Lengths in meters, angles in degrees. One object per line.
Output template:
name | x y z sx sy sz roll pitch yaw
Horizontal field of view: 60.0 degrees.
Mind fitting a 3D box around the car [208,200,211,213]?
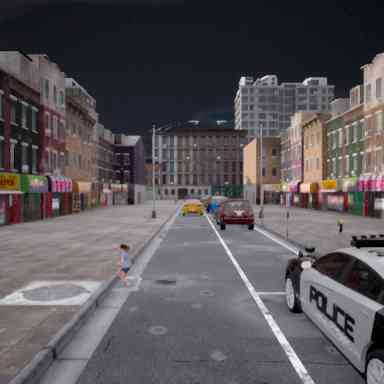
car | 2.624 1.553 26.380 2.008 1.369 4.403 0 0 0

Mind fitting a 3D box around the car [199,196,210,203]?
car | 2.606 1.557 70.184 2.008 1.369 4.403 0 0 0

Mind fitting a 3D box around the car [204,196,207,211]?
car | 2.619 1.318 37.330 2.192 1.841 5.009 0 0 0

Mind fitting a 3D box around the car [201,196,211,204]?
car | 2.608 1.531 64.878 1.752 1.417 4.829 0 0 0

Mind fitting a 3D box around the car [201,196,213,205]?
car | 2.610 1.445 59.233 1.967 1.590 4.097 0 0 0

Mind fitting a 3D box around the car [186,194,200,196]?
car | 0.094 1.225 44.569 2.150 2.045 5.566 0 0 -2

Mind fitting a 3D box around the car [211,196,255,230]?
car | 2.626 1.316 20.904 2.192 1.841 5.009 0 0 0

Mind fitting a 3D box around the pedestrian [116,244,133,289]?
pedestrian | -1.525 1.673 7.728 0.500 1.100 0.500 0 0 0

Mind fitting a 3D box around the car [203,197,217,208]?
car | 2.615 1.529 48.452 1.752 1.417 4.829 0 0 0

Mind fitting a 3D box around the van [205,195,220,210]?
van | 2.617 1.345 42.806 1.690 1.788 3.998 0 0 0

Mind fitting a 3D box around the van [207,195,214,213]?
van | 2.621 1.344 31.855 1.690 1.788 3.998 0 0 0

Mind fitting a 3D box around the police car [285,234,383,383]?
police car | 2.748 1.425 4.721 1.930 1.638 5.238 0 0 0

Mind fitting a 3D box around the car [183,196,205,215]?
car | 0.080 1.480 33.709 1.882 1.535 5.008 0 0 0
